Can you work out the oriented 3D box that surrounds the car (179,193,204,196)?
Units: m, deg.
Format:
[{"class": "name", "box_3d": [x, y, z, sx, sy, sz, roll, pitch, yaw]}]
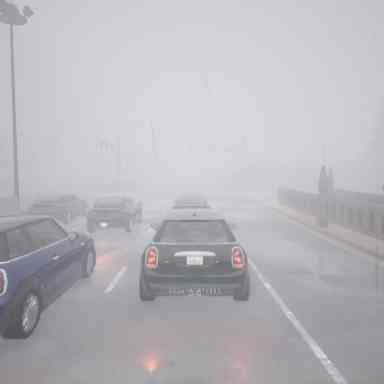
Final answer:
[{"class": "car", "box_3d": [-0.041, 0.807, 17.357, 1.882, 1.535, 5.008, 0, 3, 0]}]

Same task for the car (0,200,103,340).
[{"class": "car", "box_3d": [-3.451, 1.233, 6.517, 2.097, 1.767, 4.553, 0, 2, -1]}]

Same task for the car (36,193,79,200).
[{"class": "car", "box_3d": [-7.049, 0.794, 17.938, 1.837, 1.490, 4.892, 0, 3, -1]}]

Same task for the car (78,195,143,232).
[{"class": "car", "box_3d": [-3.533, 0.925, 15.775, 1.837, 1.490, 4.892, 0, 3, 0]}]

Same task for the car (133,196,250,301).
[{"class": "car", "box_3d": [0.036, 1.178, 8.125, 2.097, 1.767, 4.553, 0, 2, 0]}]
